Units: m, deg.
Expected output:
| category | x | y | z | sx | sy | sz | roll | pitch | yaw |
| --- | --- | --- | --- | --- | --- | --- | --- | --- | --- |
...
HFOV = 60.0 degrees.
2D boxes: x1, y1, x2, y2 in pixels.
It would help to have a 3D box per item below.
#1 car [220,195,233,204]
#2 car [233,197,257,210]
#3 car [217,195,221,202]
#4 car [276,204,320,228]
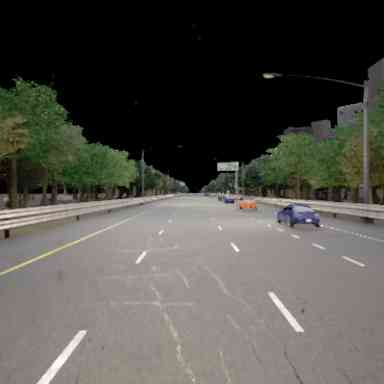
| category | x | y | z | sx | sy | sz | roll | pitch | yaw |
| --- | --- | --- | --- | --- | --- | --- | --- | --- | --- |
| car | 7.204 | 1.549 | 65.177 | 1.882 | 1.535 | 5.008 | 0 | 0 | 0 |
| car | 7.086 | 1.396 | 43.639 | 2.097 | 1.767 | 4.553 | 0 | 0 | 0 |
| car | 7.334 | 1.583 | 82.202 | 1.837 | 1.490 | 4.892 | 0 | 0 | 0 |
| car | 7.017 | 1.552 | 22.264 | 1.812 | 1.442 | 4.674 | 0 | 0 | 0 |
